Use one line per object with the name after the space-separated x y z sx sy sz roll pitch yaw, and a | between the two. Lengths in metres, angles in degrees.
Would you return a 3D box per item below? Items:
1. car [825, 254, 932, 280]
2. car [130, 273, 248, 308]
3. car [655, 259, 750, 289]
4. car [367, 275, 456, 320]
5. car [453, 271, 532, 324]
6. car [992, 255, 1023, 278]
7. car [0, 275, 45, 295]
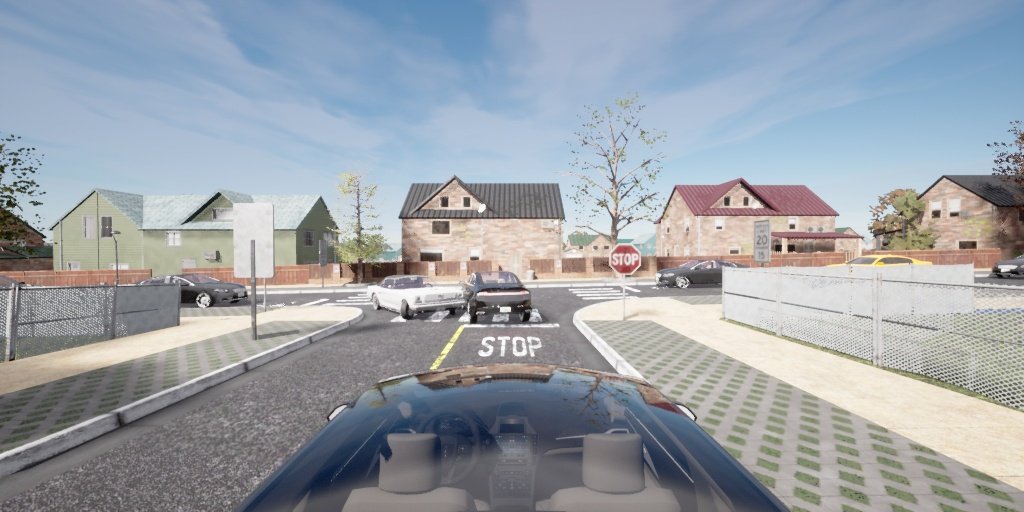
19.768 0.690 19.538 5.008 1.535 1.882 -1 1 -1 | car
-14.897 1.566 16.462 4.902 1.511 2.128 -1 1 0 | car
10.337 0.925 19.505 4.902 1.511 2.128 -1 1 0 | car
-3.598 1.367 12.962 1.895 1.301 4.718 0 0 -38 | car
-0.681 1.242 12.101 2.128 1.511 4.902 0 0 -12 | car
29.392 0.477 19.571 4.902 1.511 2.128 -1 1 0 | car
-24.234 1.648 16.425 4.553 1.767 2.097 -1 1 0 | car
